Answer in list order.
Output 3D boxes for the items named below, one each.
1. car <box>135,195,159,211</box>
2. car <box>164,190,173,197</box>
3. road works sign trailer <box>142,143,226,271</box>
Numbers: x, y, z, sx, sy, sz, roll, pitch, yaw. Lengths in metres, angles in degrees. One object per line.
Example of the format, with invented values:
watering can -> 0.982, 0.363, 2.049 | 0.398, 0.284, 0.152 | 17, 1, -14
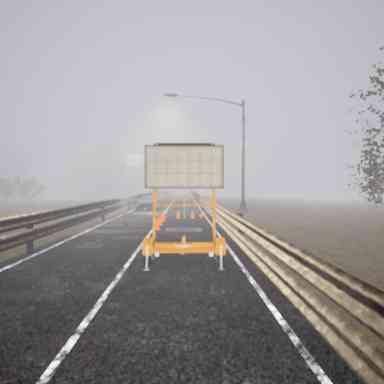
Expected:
car -> -4.123, 1.021, 31.538 | 2.033, 1.411, 5.357 | 0, 1, -1
car -> -5.020, 0.341, 71.574 | 1.994, 1.385, 4.181 | 0, 1, -1
road works sign trailer -> -0.236, 0.292, 10.275 | 2.380, 3.560, 2.880 | 0, 1, -1
